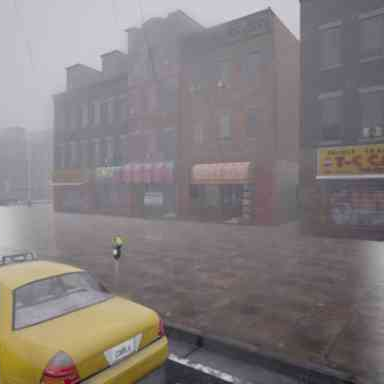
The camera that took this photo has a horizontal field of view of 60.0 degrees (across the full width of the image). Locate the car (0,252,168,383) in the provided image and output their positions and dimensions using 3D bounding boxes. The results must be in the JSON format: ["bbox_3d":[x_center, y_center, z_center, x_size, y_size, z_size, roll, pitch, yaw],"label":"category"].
[{"bbox_3d":[-2.554,1.524,4.636,4.829,1.417,1.752,0,0,36],"label":"car"}]

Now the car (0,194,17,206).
[{"bbox_3d":[-23.152,0.990,38.990,1.837,1.490,4.892,0,2,36],"label":"car"}]
